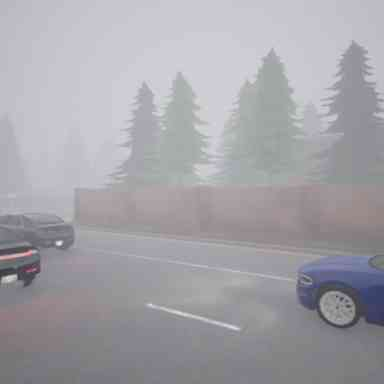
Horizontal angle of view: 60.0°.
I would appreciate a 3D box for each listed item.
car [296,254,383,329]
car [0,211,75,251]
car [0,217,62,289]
[{"bbox_3d":[4.224,1.478,5.277,5.008,1.535,1.882,-1,-1,35],"label":"car"},{"bbox_3d":[-6.595,1.523,12.996,4.892,1.490,1.837,0,0,36],"label":"car"},{"bbox_3d":[-5.577,1.503,7.973,4.902,1.511,2.128,0,0,36],"label":"car"}]
